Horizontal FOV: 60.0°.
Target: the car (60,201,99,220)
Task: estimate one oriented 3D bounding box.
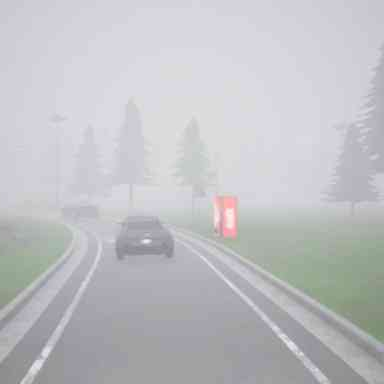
[{"bbox_3d":[-9.586,1.499,28.175,1.882,1.535,5.008,0,0,-38],"label":"car"}]

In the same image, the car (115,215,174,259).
[{"bbox_3d":[-1.919,1.568,12.749,1.994,1.385,4.181,0,0,-13],"label":"car"}]

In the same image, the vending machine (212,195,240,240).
[{"bbox_3d":[1.618,1.190,16.001,1.100,2.100,0.880,0,0,-17],"label":"vending machine"}]
